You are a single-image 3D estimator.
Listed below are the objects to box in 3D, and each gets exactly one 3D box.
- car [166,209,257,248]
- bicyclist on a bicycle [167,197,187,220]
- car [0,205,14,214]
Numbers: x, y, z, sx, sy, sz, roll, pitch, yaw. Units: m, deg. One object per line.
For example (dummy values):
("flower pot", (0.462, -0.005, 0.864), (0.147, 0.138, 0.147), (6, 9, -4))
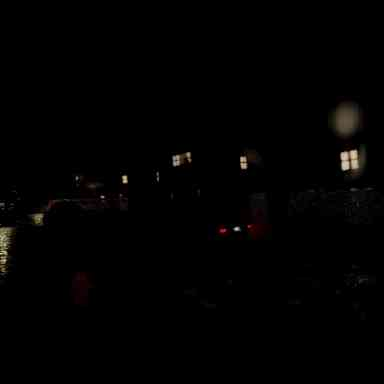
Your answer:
("car", (0.583, 1.473, 14.616), (2.033, 1.411, 5.357), (-5, 1, -26))
("bicyclist on a bicycle", (-1.092, 1.176, 23.917), (1.656, 1.620, 0.582), (-6, 1, -31))
("car", (-30.588, 2.803, 54.152), (4.902, 1.511, 2.128), (-3, 2, 43))
